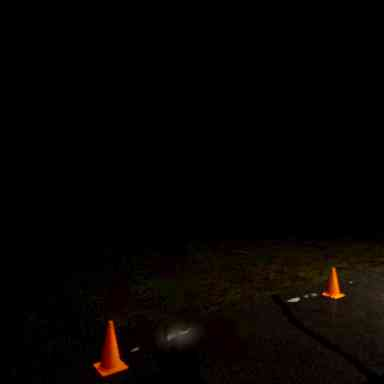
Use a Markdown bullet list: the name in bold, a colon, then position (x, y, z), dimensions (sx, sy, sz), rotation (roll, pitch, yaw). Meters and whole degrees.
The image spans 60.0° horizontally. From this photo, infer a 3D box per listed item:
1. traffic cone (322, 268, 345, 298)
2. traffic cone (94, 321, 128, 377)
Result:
- **traffic cone**: position (3.041, 1.924, 7.146), dimensions (0.340, 0.580, 0.340), rotation (0, 0, -35)
- **traffic cone**: position (-1.040, 1.947, 4.259), dimensions (0.340, 0.580, 0.340), rotation (0, 0, -35)
